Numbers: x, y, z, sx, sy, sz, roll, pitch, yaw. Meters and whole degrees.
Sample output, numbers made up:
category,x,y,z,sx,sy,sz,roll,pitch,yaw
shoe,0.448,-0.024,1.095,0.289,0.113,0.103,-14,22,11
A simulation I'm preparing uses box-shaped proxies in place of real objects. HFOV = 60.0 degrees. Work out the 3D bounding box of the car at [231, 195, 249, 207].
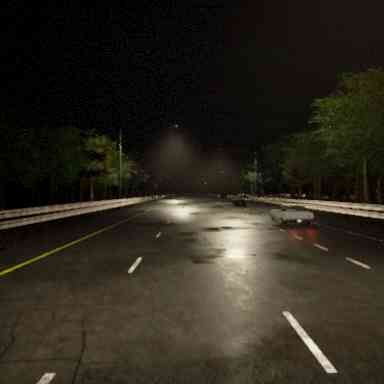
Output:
category,x,y,z,sx,sy,sz,roll,pitch,yaw
car,7.014,1.499,50.185,2.128,1.511,4.902,0,0,0

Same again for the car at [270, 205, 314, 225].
category,x,y,z,sx,sy,sz,roll,pitch,yaw
car,7.007,1.602,23.873,1.895,1.301,4.718,0,0,0
